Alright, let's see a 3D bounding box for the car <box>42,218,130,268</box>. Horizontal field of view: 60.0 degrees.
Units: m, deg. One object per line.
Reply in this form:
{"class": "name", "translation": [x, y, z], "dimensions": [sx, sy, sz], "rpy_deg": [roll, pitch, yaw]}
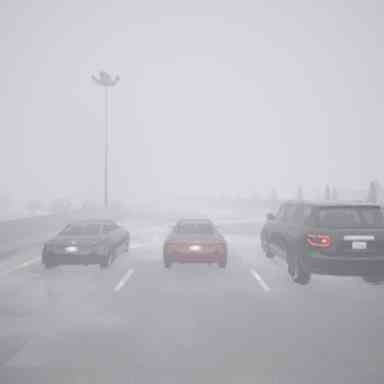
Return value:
{"class": "car", "translation": [-3.401, 1.591, 11.413], "dimensions": [1.994, 1.385, 4.181], "rpy_deg": [0, 0, 0]}

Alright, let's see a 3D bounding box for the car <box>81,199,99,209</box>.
{"class": "car", "translation": [-12.823, 1.593, 42.119], "dimensions": [2.128, 1.511, 4.902], "rpy_deg": [0, 0, -12]}

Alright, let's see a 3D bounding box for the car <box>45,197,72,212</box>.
{"class": "car", "translation": [-16.185, 1.449, 41.065], "dimensions": [2.097, 1.767, 4.553], "rpy_deg": [0, 0, -12]}

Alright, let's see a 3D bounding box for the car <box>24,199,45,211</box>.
{"class": "car", "translation": [-20.171, 1.629, 42.879], "dimensions": [1.812, 1.442, 4.674], "rpy_deg": [0, 0, -14]}

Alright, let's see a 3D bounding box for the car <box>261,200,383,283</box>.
{"class": "car", "translation": [3.597, 1.245, 9.835], "dimensions": [2.150, 2.045, 5.566], "rpy_deg": [0, 0, 0]}

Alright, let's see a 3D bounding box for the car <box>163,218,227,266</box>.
{"class": "car", "translation": [0.098, 1.592, 11.609], "dimensions": [1.994, 1.385, 4.181], "rpy_deg": [0, 0, 0]}
